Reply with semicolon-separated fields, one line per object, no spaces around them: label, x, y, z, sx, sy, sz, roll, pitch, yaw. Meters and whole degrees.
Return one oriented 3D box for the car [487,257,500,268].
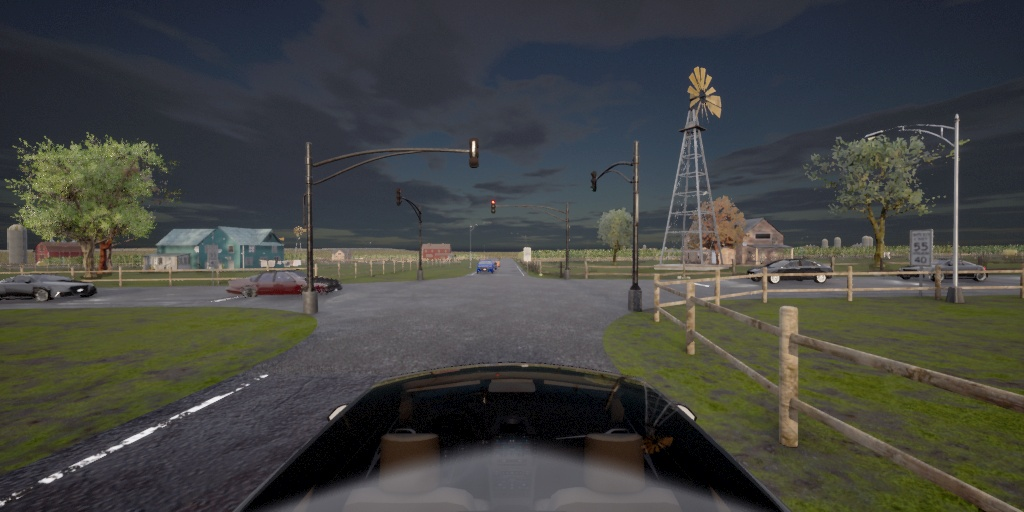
car;-3.166;1.099;62.807;2.097;1.767;4.553;0;0;0

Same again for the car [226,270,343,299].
car;-12.080;1.470;19.165;5.357;1.411;2.033;-1;1;0

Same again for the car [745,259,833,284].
car;17.686;0.957;23.003;4.892;1.490;1.837;-1;1;0

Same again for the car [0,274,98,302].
car;-25.024;1.662;19.108;4.181;1.385;1.994;-1;1;0

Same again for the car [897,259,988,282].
car;27.545;0.886;23.045;4.181;1.385;1.994;-1;1;0

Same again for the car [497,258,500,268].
car;-3.120;1.293;52.433;2.033;1.411;5.357;0;0;-1

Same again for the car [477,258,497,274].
car;-3.047;1.222;42.003;1.882;1.535;5.008;0;0;-1
